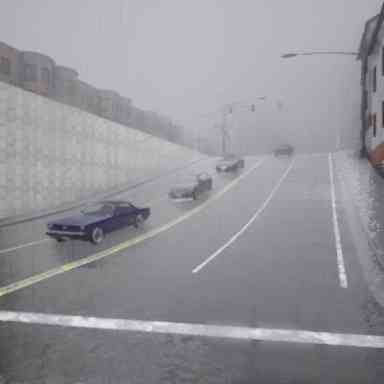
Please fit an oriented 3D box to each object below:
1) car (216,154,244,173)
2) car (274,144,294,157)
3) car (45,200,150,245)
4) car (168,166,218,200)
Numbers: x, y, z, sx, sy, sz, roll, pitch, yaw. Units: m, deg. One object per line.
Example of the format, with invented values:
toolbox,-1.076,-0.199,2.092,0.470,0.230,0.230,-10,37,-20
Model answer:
car,3.643,-2.800,31.662,2.128,1.511,4.902,0,13,22
car,11.420,-5.217,41.232,2.033,1.411,5.357,0,11,22
car,-3.644,1.104,13.693,1.895,1.301,4.718,0,6,22
car,-0.011,-0.553,22.676,1.812,1.442,4.674,0,13,22
